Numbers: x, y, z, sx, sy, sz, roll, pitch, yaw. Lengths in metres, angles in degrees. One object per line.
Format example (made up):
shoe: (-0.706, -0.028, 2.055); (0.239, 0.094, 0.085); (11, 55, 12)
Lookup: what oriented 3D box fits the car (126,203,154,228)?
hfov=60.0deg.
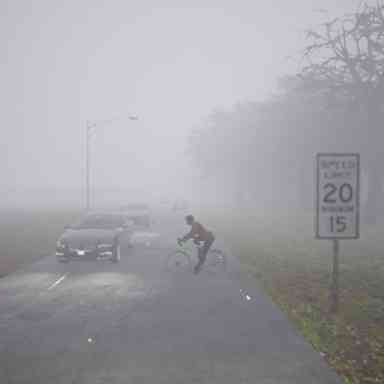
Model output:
car: (-3.654, 1.487, 22.294); (1.882, 1.535, 5.008); (0, 0, -2)

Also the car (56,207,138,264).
car: (-3.258, 1.502, 11.911); (1.837, 1.490, 4.892); (0, 0, -2)

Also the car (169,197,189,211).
car: (-1.438, 1.611, 40.490); (1.994, 1.385, 4.181); (0, 0, -2)

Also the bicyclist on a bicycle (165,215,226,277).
bicyclist on a bicycle: (0.097, 1.448, 8.947); (1.656, 1.620, 0.582); (0, 0, -2)

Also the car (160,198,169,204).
car: (-5.336, 1.767, 66.619); (1.895, 1.301, 4.718); (0, 0, -2)
